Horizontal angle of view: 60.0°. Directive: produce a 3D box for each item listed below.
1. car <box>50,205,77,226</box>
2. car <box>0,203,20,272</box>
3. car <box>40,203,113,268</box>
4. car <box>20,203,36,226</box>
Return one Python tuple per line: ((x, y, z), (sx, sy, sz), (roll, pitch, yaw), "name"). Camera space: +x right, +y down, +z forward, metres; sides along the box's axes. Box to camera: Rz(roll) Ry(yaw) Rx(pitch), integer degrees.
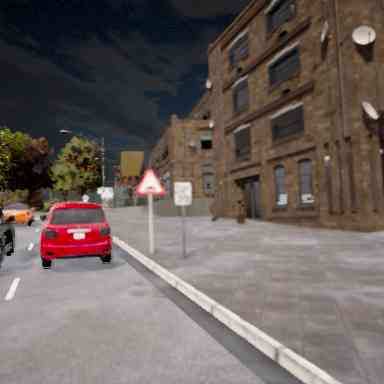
((-10.676, 1.866, 27.649), (1.994, 1.385, 4.181), (0, 0, -21), "car")
((-7.343, 1.426, 11.100), (2.150, 2.045, 5.566), (0, 0, -22), "car")
((-4.347, 1.409, 12.360), (2.150, 2.045, 5.566), (0, 0, -22), "car")
((-13.604, 1.667, 26.206), (2.097, 1.767, 4.553), (0, 0, -21), "car")
